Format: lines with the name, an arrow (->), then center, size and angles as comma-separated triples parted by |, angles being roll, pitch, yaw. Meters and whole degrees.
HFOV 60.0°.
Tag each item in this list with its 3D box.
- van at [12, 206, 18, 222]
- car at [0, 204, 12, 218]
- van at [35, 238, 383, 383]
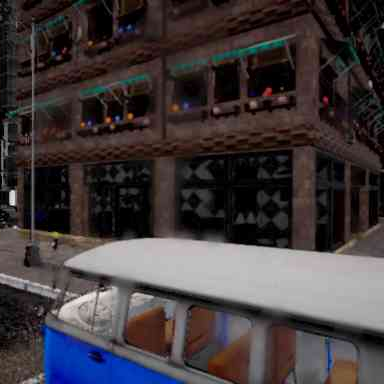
van -> -11.266, 1.601, 25.646 | 1.690, 1.788, 3.998 | 0, 0, 35
car -> -18.098, 1.783, 30.503 | 1.947, 1.339, 4.313 | 0, 0, 35
van -> 0.487, 1.350, 2.510 | 3.998, 1.788, 1.690 | -1, 0, 36
